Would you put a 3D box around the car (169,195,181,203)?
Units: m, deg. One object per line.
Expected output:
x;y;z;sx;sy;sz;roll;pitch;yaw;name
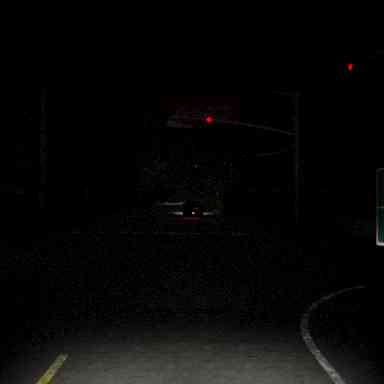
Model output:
-3.655;1.352;68.557;2.097;1.767;4.553;0;0;0;car

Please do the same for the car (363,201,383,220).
18.606;1.672;30.651;4.611;1.667;2.242;0;0;0;car

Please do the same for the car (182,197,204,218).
0.087;1.595;31.685;1.837;1.490;4.892;2;0;-1;car

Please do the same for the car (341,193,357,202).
34.696;1.490;71.886;2.007;1.523;4.514;0;0;0;car

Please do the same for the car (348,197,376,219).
14.296;1.505;24.968;3.866;1.878;1.905;0;0;0;car

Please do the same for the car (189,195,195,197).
-0.184;1.553;86.304;1.994;1.385;4.181;0;0;0;car

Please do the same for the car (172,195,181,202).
-3.668;1.540;78.880;2.033;1.411;5.357;0;0;0;car

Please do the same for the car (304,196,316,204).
22.316;1.553;64.058;1.970;1.475;3.806;0;0;0;car
